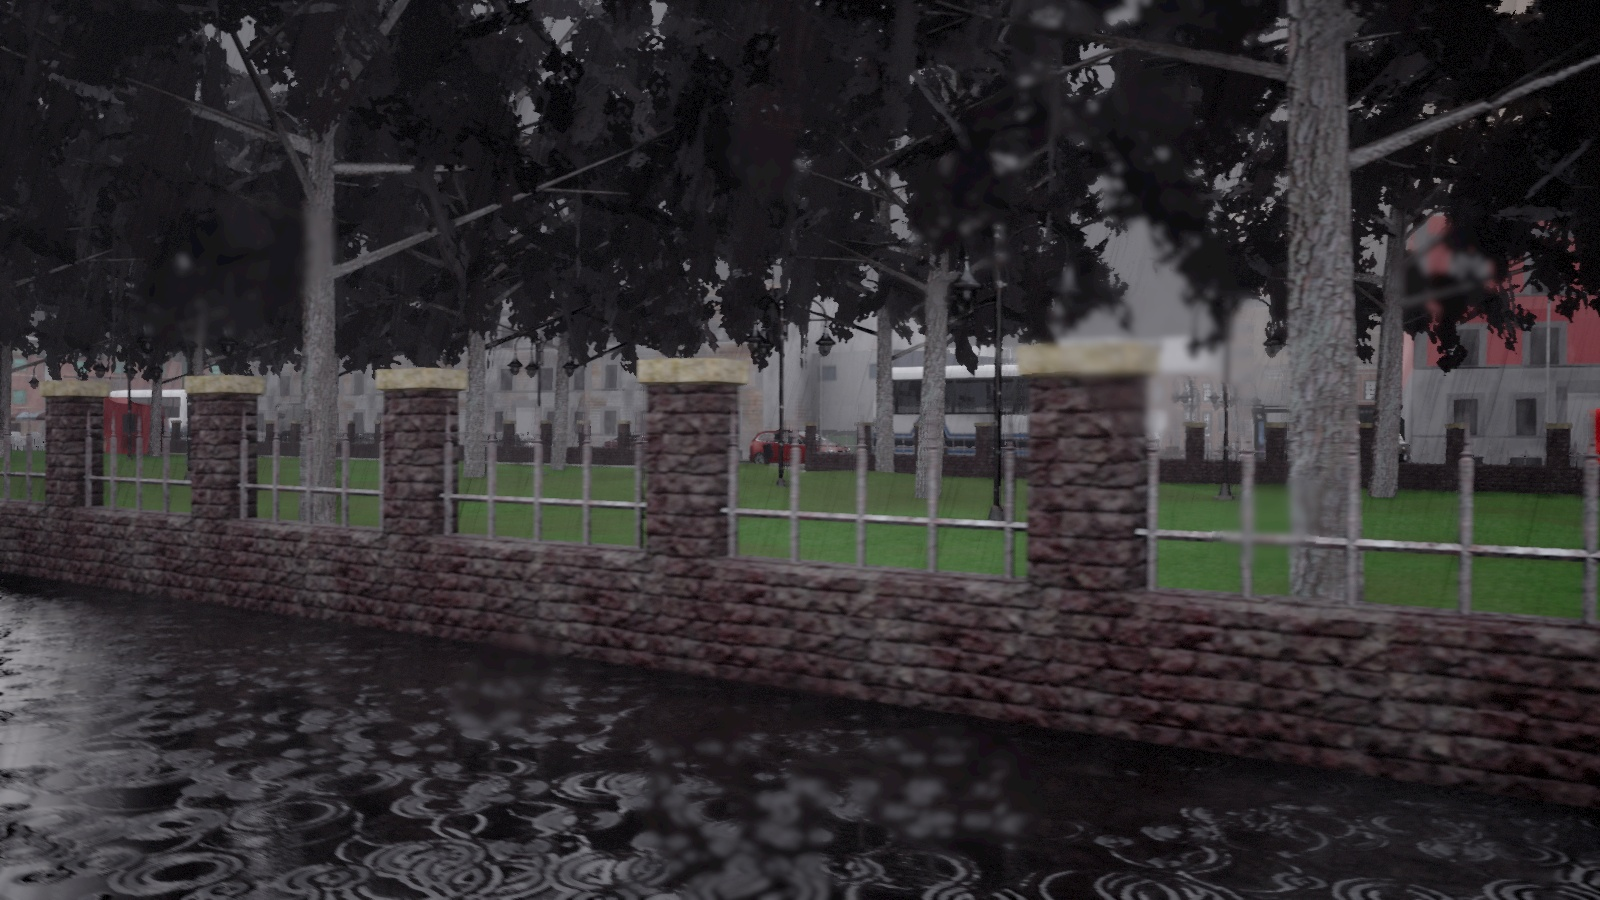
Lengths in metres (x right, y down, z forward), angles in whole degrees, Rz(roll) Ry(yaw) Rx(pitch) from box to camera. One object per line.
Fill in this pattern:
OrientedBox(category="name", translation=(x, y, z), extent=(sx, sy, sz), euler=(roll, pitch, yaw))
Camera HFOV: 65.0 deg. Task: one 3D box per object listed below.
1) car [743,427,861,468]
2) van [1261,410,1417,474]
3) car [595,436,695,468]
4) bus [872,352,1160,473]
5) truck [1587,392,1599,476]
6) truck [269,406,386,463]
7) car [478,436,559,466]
OrientedBox(category="car", translation=(0.071, -0.116, 54.378), extent=(4.611, 1.667, 2.242), euler=(0, 1, 35))
OrientedBox(category="van", translation=(18.002, -0.264, 41.997), extent=(4.480, 2.038, 2.069), euler=(0, 1, 35))
OrientedBox(category="car", translation=(-7.388, 0.077, 59.523), extent=(4.674, 1.442, 1.812), euler=(0, 1, 35))
OrientedBox(category="bus", translation=(8.248, -1.349, 48.703), extent=(10.273, 4.253, 3.944), euler=(0, 1, 35))
OrientedBox(category="truck", translation=(26.006, -0.487, 36.483), extent=(5.204, 2.467, 2.627), euler=(0, 1, 35))
OrientedBox(category="truck", translation=(-30.186, -0.957, 80.052), extent=(7.936, 3.462, 2.891), euler=(0, 1, 35))
OrientedBox(category="car", translation=(-14.436, 0.027, 64.374), extent=(3.806, 1.475, 1.970), euler=(0, 1, 35))
